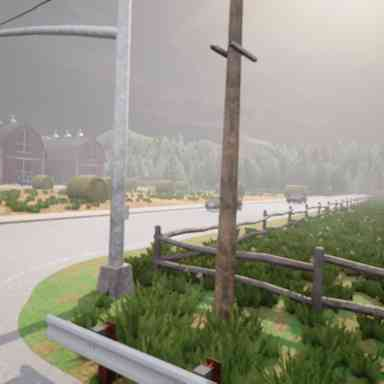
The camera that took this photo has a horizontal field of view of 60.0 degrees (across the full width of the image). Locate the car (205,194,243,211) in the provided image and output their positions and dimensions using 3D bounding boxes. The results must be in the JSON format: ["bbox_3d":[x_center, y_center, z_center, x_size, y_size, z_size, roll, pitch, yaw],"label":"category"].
[{"bbox_3d":[2.929,0.926,29.579,2.128,1.511,4.902,3,2,33],"label":"car"}]

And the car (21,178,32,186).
[{"bbox_3d":[-39.198,-2.406,79.346,1.905,1.878,3.866,8,2,-13],"label":"car"}]

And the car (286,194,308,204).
[{"bbox_3d":[15.319,0.948,48.328,2.033,1.411,5.357,3,2,33],"label":"car"}]
